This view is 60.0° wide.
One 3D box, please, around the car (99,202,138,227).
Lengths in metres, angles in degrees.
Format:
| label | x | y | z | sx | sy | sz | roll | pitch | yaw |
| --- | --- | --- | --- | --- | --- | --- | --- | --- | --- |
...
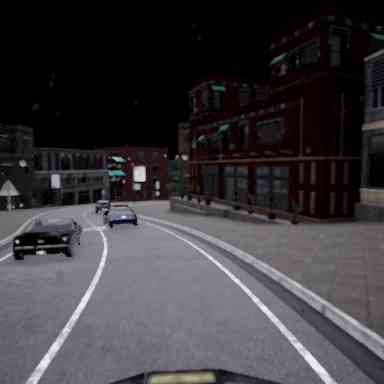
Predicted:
| label | x | y | z | sx | sy | sz | roll | pitch | yaw |
| --- | --- | --- | --- | --- | --- | --- | --- | --- | --- |
| car | -5.137 | 1.608 | 23.486 | 1.994 | 1.385 | 4.181 | -2 | 0 | -21 |

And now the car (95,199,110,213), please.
| label | x | y | z | sx | sy | sz | roll | pitch | yaw |
| --- | --- | --- | --- | --- | --- | --- | --- | --- | --- |
| car | -10.725 | 1.686 | 40.613 | 1.837 | 1.490 | 4.892 | -2 | 0 | -13 |

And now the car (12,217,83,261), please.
| label | x | y | z | sx | sy | sz | roll | pitch | yaw |
| --- | --- | --- | --- | --- | --- | --- | --- | --- | --- |
| car | -5.432 | 1.689 | 13.002 | 1.895 | 1.301 | 4.718 | -1 | 0 | -13 |
